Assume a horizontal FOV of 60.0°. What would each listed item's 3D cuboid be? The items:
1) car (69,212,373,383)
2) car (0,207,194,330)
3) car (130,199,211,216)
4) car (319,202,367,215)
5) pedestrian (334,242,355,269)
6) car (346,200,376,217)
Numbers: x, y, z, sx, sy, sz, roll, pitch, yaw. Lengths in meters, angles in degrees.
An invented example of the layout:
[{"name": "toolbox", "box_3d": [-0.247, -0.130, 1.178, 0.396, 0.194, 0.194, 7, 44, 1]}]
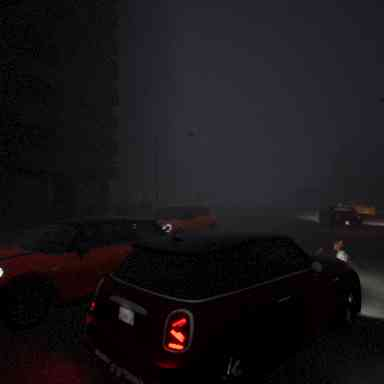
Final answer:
[{"name": "car", "box_3d": [0.815, 1.356, 5.108, 4.553, 1.767, 2.097, -1, 0, -44]}, {"name": "car", "box_3d": [-2.382, 1.352, 7.103, 4.553, 1.767, 2.097, 0, 0, -44]}, {"name": "car", "box_3d": [-0.653, 1.352, 14.364, 2.097, 1.767, 4.553, 0, 0, 31]}, {"name": "car", "box_3d": [9.987, 1.601, 22.703, 1.895, 1.301, 4.718, 0, 0, 10]}, {"name": "pedestrian", "box_3d": [3.276, 1.294, 7.322, 0.375, 1.860, 0.375, 0, 0, 40]}, {"name": "car", "box_3d": [14.437, 1.478, 29.623, 1.882, 1.535, 5.008, 0, 0, 5]}]
